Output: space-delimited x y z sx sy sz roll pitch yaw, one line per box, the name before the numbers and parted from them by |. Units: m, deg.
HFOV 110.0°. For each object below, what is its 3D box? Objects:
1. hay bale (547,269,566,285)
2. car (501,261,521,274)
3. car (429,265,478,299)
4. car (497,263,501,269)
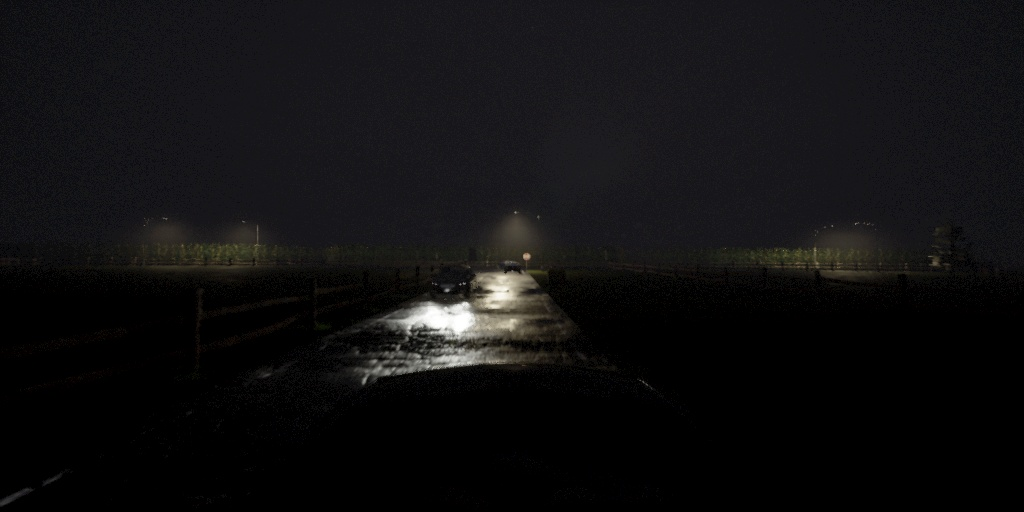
hay bale | 3.127 1.406 25.067 1.220 1.180 1.240 0 0 0
car | 0.067 1.346 41.233 1.895 1.301 4.718 0 0 0
car | -2.848 1.243 18.218 2.128 1.511 4.902 0 0 0
car | -0.699 1.342 52.866 1.895 1.301 4.718 0 0 -22
